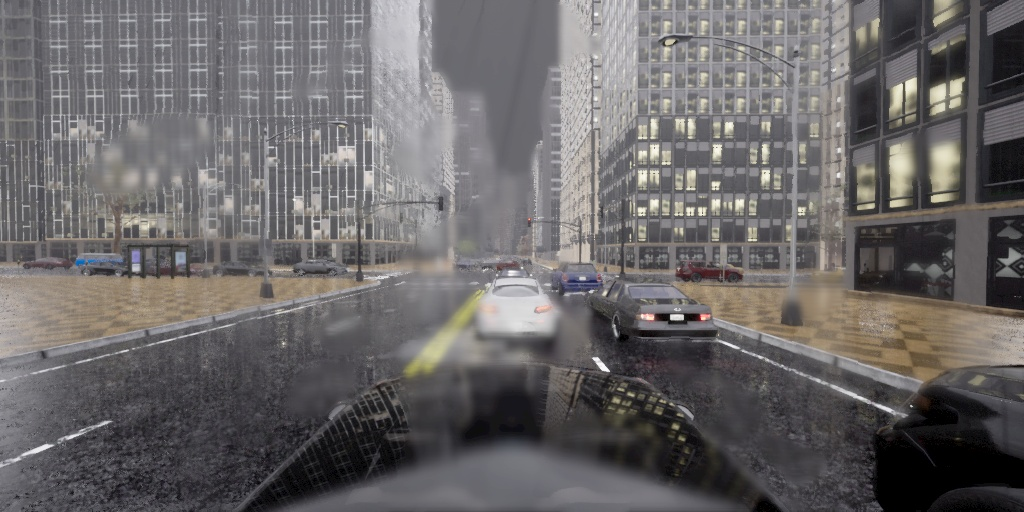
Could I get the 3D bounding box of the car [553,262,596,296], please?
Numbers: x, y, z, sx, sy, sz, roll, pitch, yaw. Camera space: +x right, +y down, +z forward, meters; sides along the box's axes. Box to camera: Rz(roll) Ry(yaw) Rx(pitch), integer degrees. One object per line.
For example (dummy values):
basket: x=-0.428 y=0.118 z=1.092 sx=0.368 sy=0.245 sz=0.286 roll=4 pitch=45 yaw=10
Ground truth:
car: x=3.364 y=1.093 z=19.195 sx=2.097 sy=1.767 sz=4.553 roll=0 pitch=0 yaw=0

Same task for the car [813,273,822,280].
car: x=27.665 y=1.579 z=29.533 sx=4.829 sy=1.417 sz=1.751 roll=0 pitch=0 yaw=1

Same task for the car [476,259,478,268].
car: x=-6.539 y=1.211 z=58.369 sx=1.837 sy=1.490 sz=4.892 roll=0 pitch=0 yaw=0

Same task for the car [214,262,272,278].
car: x=-22.707 y=1.174 z=30.299 sx=4.313 sy=1.339 sz=1.948 roll=0 pitch=0 yaw=1

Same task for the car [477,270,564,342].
car: x=0.106 y=1.272 z=9.671 sx=1.812 sy=1.442 sz=4.674 roll=0 pitch=0 yaw=0

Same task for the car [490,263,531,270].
car: x=0.114 y=1.288 z=18.916 sx=2.033 sy=1.411 sz=5.357 roll=0 pitch=0 yaw=0

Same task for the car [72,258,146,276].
car: x=-34.072 y=1.069 z=30.615 sx=4.313 sy=1.339 sz=1.948 roll=0 pitch=0 yaw=1

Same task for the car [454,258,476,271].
car: x=-6.584 y=1.068 z=49.272 sx=2.097 sy=1.767 sz=4.553 roll=0 pitch=0 yaw=1

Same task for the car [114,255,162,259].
car: x=-33.097 y=0.959 z=33.222 sx=4.902 sy=1.511 sz=2.128 roll=1 pitch=1 yaw=1

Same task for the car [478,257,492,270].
car: x=-3.300 y=1.262 z=51.255 sx=2.033 sy=1.411 sz=5.357 roll=0 pitch=0 yaw=0

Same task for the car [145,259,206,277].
car: x=-28.391 y=1.138 z=30.437 sx=4.207 sy=1.307 sz=1.802 roll=0 pitch=0 yaw=1

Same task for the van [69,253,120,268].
van: x=-45.256 y=0.605 z=39.285 sx=3.998 sy=1.789 sz=1.690 roll=0 pitch=0 yaw=1

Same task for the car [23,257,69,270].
car: x=-50.938 y=0.793 z=39.405 sx=4.207 sy=1.307 sz=1.802 roll=0 pitch=0 yaw=1

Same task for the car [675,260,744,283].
car: x=16.217 y=1.269 z=29.739 sx=5.009 sy=1.841 sz=2.192 roll=0 pitch=0 yaw=1

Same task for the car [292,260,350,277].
car: x=-17.472 y=1.103 z=32.936 sx=4.902 sy=1.511 sz=2.128 roll=0 pitch=1 yaw=0

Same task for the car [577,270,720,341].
car: x=3.359 y=1.294 z=9.810 sx=2.033 sy=1.411 sz=5.357 roll=0 pitch=0 yaw=0

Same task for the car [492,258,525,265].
car: x=-0.345 y=1.168 z=42.479 sx=1.882 sy=1.535 sz=5.008 roll=1 pitch=-1 yaw=16
